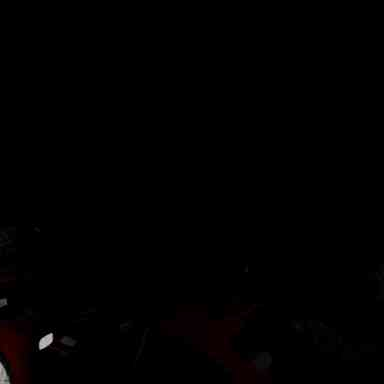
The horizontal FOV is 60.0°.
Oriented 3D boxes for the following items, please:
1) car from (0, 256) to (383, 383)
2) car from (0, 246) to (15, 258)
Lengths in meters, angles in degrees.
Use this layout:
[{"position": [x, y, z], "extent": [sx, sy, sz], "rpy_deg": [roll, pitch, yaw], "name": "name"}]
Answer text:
[{"position": [-0.264, 1.544, 3.148], "extent": [4.507, 1.381, 1.887], "rpy_deg": [0, 0, 35], "name": "car"}, {"position": [-4.698, 1.544, 6.297], "extent": [4.507, 1.381, 1.887], "rpy_deg": [0, 0, 35], "name": "car"}]
